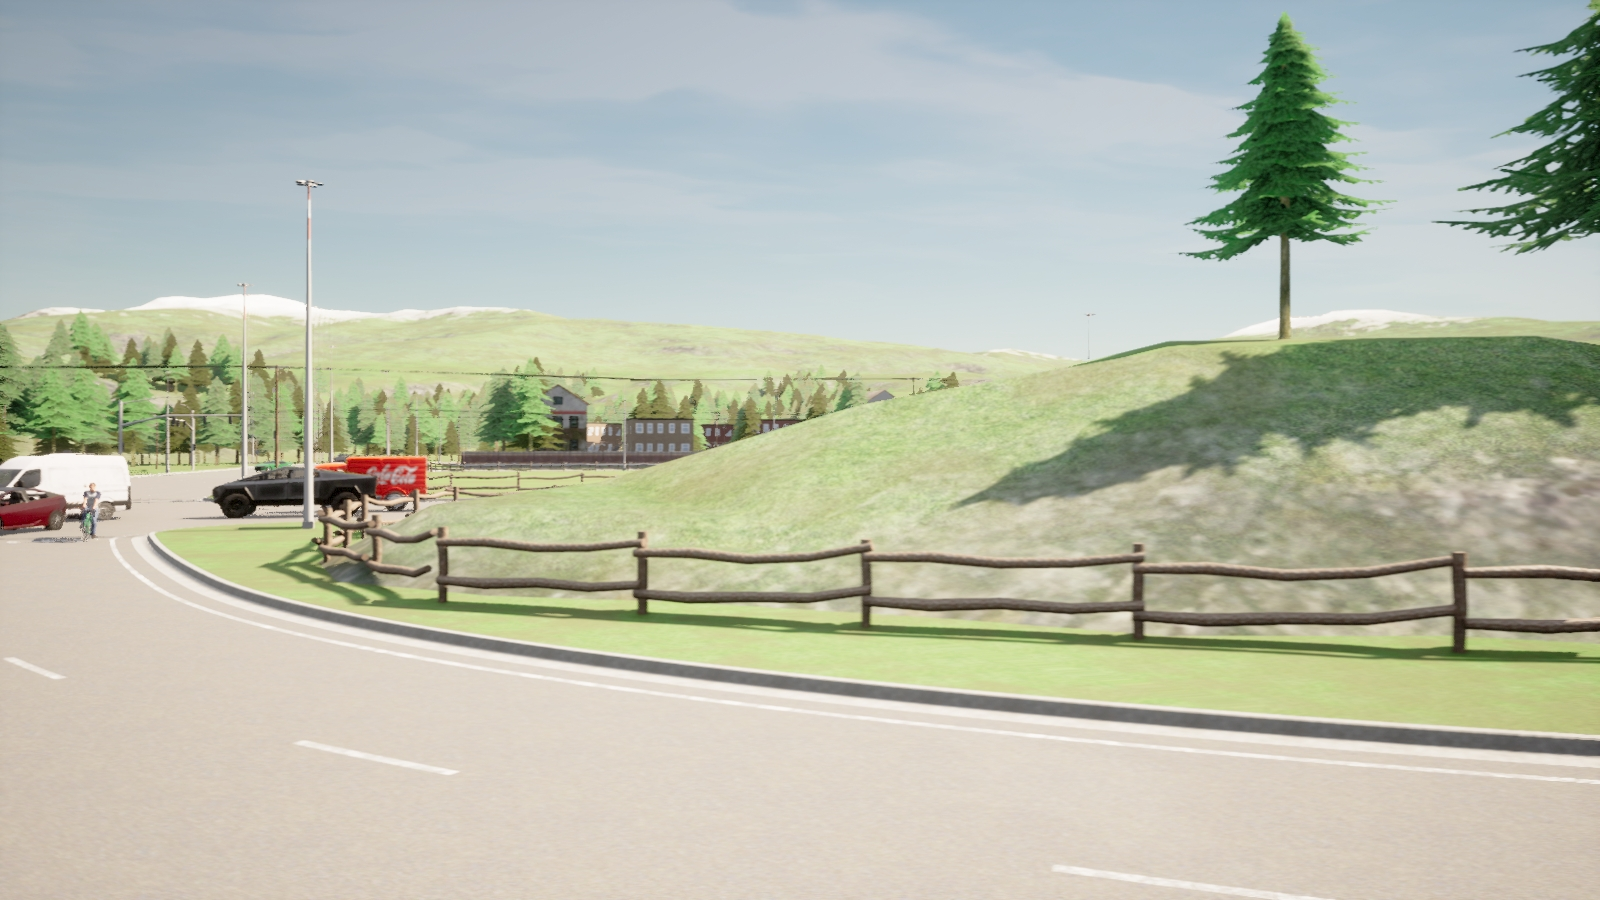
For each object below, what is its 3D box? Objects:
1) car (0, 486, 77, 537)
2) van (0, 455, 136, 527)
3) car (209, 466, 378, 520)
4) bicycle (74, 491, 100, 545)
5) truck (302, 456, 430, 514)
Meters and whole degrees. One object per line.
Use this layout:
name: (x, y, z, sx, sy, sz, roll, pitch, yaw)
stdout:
car: (-26.428, 2.018, 37.781, 2.007, 1.525, 4.514, 0, 0, 3)
van: (-28.889, 1.510, 43.729, 1.988, 2.561, 5.915, -1, -1, 24)
car: (-20.986, 1.735, 47.704, 6.274, 2.098, 2.390, 0, 0, -19)
bicycle: (-21.587, 2.037, 34.592, 0.373, 1.496, 1.643, 5, -1, -25)
truck: (-19.617, 1.541, 51.905, 5.204, 2.467, 2.627, -1, 0, -16)
